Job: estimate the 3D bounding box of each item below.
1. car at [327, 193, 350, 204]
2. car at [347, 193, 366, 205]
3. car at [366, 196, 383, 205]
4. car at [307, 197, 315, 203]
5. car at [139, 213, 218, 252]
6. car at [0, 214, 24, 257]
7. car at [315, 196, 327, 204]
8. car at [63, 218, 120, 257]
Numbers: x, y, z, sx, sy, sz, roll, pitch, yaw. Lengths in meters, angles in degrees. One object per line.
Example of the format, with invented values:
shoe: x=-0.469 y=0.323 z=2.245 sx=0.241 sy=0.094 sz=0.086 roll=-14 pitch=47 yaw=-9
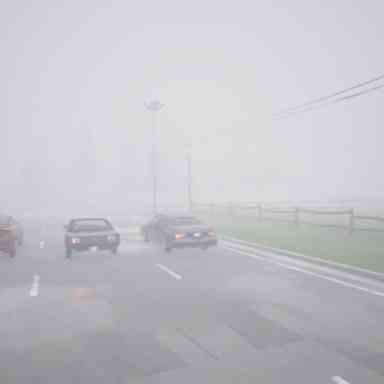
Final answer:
car: x=28.901 y=1.253 z=62.587 sx=5.566 sy=2.045 sz=2.150 roll=0 pitch=0 yaw=-22
car: x=30.868 y=1.498 z=59.638 sx=4.892 sy=1.490 sz=1.837 roll=-1 pitch=0 yaw=-22
car: x=32.678 y=1.440 z=56.620 sx=5.008 sy=1.535 sz=1.882 roll=-1 pitch=0 yaw=-22
car: x=26.244 y=1.564 z=69.060 sx=5.008 sy=1.535 sz=1.882 roll=0 pitch=0 yaw=-23
car: x=-0.794 y=1.625 z=14.365 sx=2.033 sy=1.411 sz=5.357 roll=0 pitch=0 yaw=-23
car: x=-7.895 y=1.617 z=13.210 sx=1.882 sy=1.535 sz=5.008 roll=0 pitch=0 yaw=-23
car: x=27.583 y=1.535 z=65.827 sx=5.008 sy=1.535 sz=1.882 roll=0 pitch=0 yaw=-23
car: x=-4.298 y=1.708 z=13.674 sx=1.895 sy=1.301 sz=4.718 roll=0 pitch=0 yaw=-23
